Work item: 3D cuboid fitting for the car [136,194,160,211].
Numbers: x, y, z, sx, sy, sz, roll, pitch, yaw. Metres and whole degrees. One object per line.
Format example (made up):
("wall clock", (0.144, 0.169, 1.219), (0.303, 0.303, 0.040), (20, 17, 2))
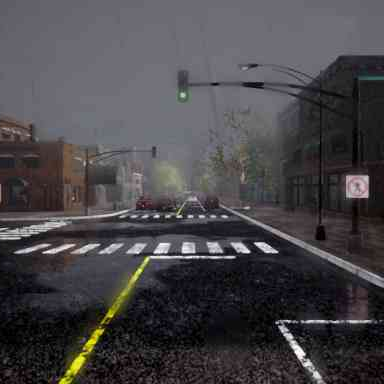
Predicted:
("car", (-5.675, 1.321, 41.342), (2.192, 1.841, 5.009), (-1, 0, 0))

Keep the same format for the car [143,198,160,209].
("car", (-5.671, 1.551, 46.886), (1.887, 1.381, 4.507), (-1, 0, 0))

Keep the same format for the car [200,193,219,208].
("car", (2.708, 1.322, 46.883), (2.192, 1.841, 5.009), (-1, 0, 0))

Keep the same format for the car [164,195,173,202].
("car", (-5.655, 1.554, 80.150), (1.887, 1.381, 4.507), (-1, 0, 0))

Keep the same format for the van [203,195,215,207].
("van", (2.711, 1.348, 52.427), (1.690, 1.788, 3.998), (-1, 0, 0))

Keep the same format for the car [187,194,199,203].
("car", (0.130, 1.534, 69.067), (1.812, 1.442, 4.674), (0, 0, 0))

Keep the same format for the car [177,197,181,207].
("car", (-3.075, 1.608, 48.652), (1.895, 1.301, 4.718), (0, 0, 0))

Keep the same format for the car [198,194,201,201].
("car", (2.718, 1.559, 63.514), (2.008, 1.369, 4.403), (-1, 0, 0))

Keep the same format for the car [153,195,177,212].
("car", (-3.080, 1.483, 38.971), (1.882, 1.535, 5.008), (0, 0, 0))

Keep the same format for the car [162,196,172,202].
("car", (-5.658, 1.575, 74.606), (1.947, 1.339, 4.313), (-1, 0, 0))

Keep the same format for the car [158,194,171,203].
("car", (-5.662, 1.323, 69.062), (2.192, 1.841, 5.009), (-1, 0, 0))

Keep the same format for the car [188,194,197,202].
("car", (0.037, 1.364, 79.205), (2.097, 1.767, 4.553), (0, 0, 0))

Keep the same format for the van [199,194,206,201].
("van", (2.726, 1.350, 85.691), (1.690, 1.788, 3.998), (-1, 0, 0))

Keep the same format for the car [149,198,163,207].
("car", (-5.668, 1.589, 52.431), (1.802, 1.307, 4.206), (-1, 0, 0))
